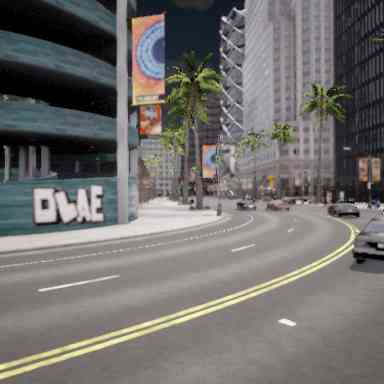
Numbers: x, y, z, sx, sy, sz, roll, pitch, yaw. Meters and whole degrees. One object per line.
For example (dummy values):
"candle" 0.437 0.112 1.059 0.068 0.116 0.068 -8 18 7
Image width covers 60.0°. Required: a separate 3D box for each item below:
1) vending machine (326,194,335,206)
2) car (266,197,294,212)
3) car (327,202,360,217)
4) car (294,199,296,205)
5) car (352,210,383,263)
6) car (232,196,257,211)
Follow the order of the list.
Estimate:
"vending machine" 23.748 1.329 57.022 1.100 2.100 0.880 0 0 -6
"car" 10.677 1.663 41.567 1.812 1.442 4.674 0 0 -5
"car" 14.327 1.633 31.715 1.994 1.385 4.181 0 0 6
"car" 18.668 1.683 64.936 2.231 1.521 4.892 0 0 -5
"car" 6.863 1.563 11.366 2.033 1.411 5.357 0 0 36
"car" 7.038 1.658 43.021 2.128 1.511 4.902 0 0 -5
